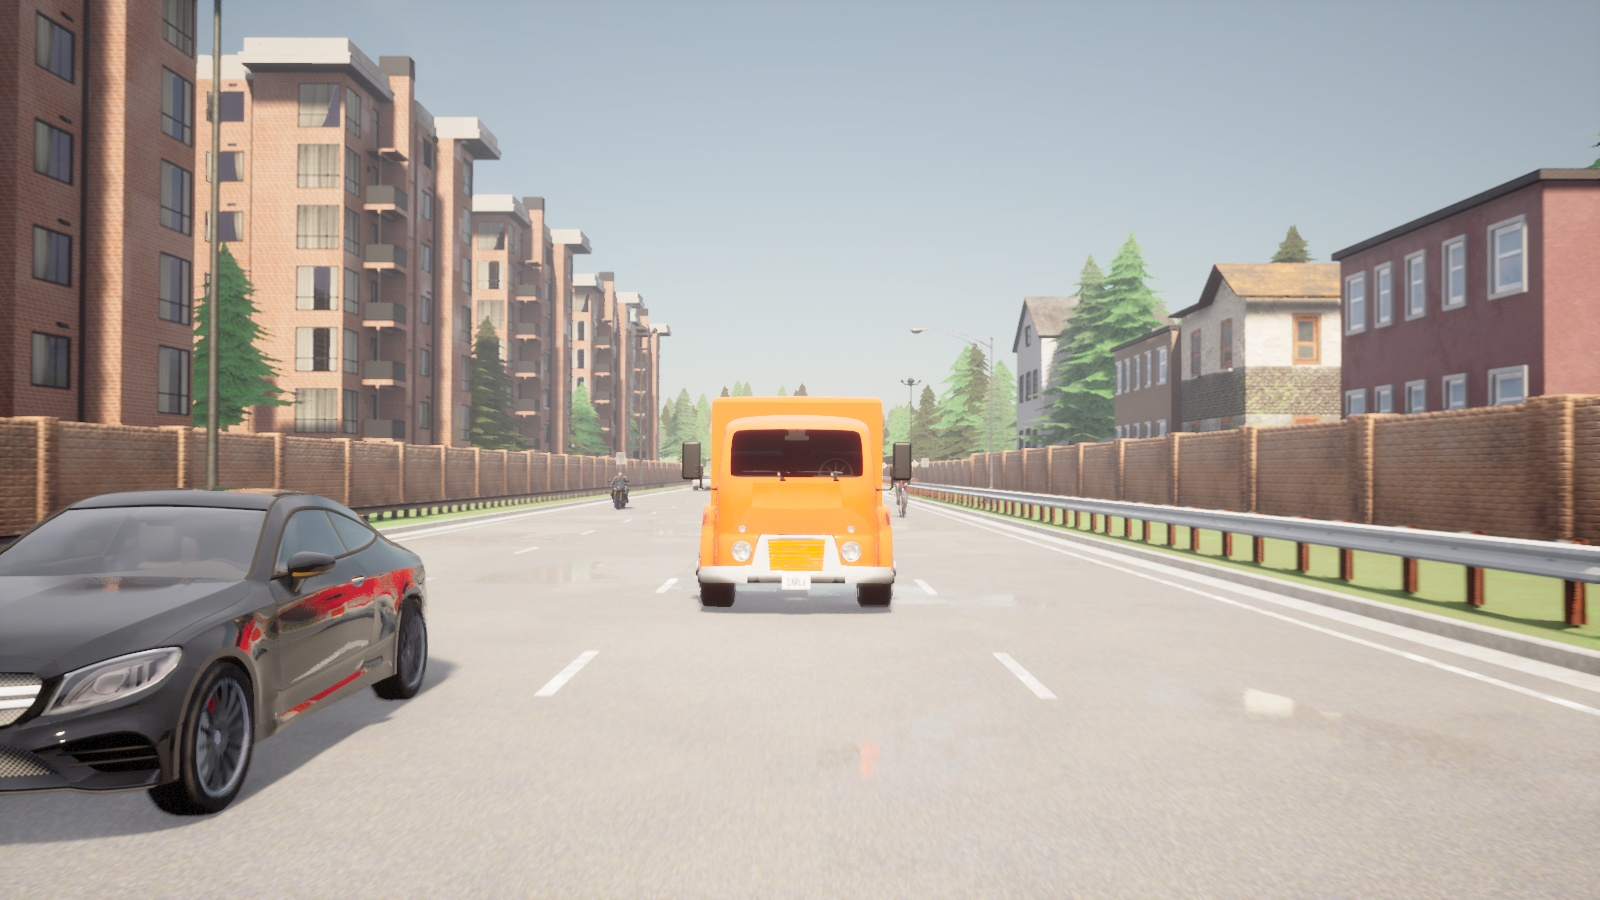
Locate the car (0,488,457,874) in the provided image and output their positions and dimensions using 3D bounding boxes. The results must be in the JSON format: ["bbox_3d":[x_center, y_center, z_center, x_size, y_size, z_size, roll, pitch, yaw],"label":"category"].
[{"bbox_3d":[-3.512,0.976,7.246,1.812,1.442,4.674,0,-1,0],"label":"car"}]

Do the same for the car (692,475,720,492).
[{"bbox_3d":[-7.239,2.569,97.185,1.895,1.301,4.718,0,-1,-1],"label":"car"}]

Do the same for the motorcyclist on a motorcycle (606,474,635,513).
[{"bbox_3d":[-7.121,1.712,49.875,0.866,1.530,2.191,0,-1,0],"label":"motorcyclist on a motorcycle"}]

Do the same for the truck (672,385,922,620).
[{"bbox_3d":[-0.041,0.591,15.855,2.627,2.467,5.204,0,-1,0],"label":"truck"}]
